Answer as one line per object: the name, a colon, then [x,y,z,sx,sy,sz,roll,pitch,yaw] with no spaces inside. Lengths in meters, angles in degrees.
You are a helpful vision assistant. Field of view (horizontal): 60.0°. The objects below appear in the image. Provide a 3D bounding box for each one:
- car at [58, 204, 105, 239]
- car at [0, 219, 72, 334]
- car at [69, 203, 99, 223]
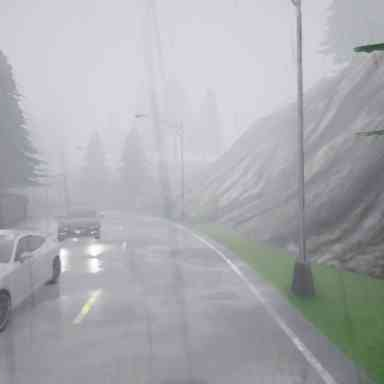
car: [-5.631,1.537,17.136,1.837,1.490,4.892,-1,0,-14]
car: [-4.096,1.565,6.821,1.812,1.442,4.674,-1,0,-5]
car: [-8.882,1.652,27.109,1.895,1.301,4.718,-1,0,-24]
